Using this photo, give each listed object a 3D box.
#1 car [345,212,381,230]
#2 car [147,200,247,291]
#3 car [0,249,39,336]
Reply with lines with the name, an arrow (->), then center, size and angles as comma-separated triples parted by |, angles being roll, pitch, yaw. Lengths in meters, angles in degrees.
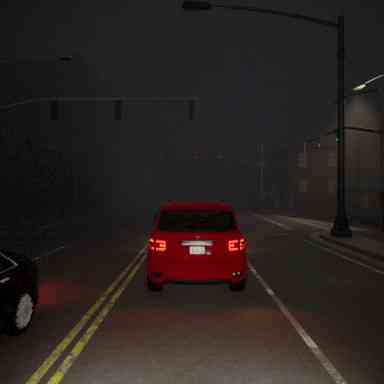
car -> 15.722, 2.531, 29.715 | 4.902, 1.511, 2.128 | 8, 0, 0
car -> 0.098, 1.221, 9.118 | 2.150, 2.045, 5.566 | 0, 0, 0
car -> -3.580, 1.505, 3.915 | 1.837, 1.490, 4.892 | 0, 0, 0
